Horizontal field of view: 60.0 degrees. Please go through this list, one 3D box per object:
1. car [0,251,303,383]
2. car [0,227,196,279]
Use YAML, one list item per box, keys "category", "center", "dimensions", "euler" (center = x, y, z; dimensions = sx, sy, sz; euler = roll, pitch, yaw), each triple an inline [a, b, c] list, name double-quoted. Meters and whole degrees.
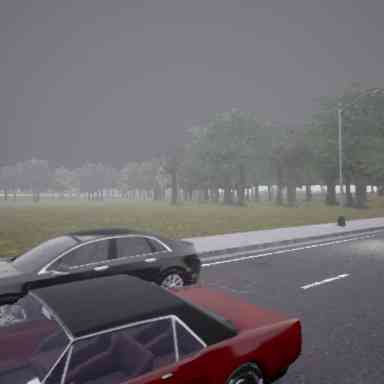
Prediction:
- category: "car"
  center: [-1.151, 1.600, 2.968]
  dimensions: [4.718, 1.301, 1.895]
  euler: [0, 0, -38]
- category: "car"
  center: [-2.034, 1.503, 6.390]
  dimensions: [4.892, 1.490, 1.837]
  euler: [0, 0, -38]
